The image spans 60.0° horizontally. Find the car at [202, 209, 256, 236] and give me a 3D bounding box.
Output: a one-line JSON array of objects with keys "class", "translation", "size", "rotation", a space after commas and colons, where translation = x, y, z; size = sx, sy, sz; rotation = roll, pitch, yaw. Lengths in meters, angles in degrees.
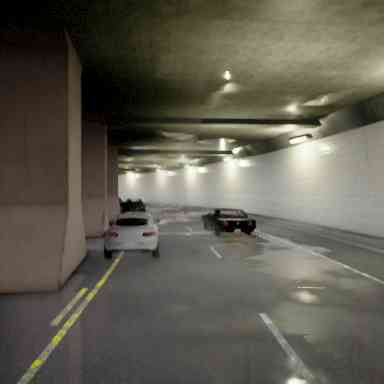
[{"class": "car", "translation": [1.816, 1.549, 18.096], "size": [1.895, 1.301, 4.718], "rotation": [0, 0, -9]}]

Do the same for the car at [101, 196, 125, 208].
[{"class": "car", "translation": [-10.866, 1.375, 45.504], "size": [1.837, 1.490, 4.892], "rotation": [0, 0, -29]}]

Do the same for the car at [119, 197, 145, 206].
[{"class": "car", "translation": [-6.113, 1.392, 34.628], "size": [2.128, 1.511, 4.902], "rotation": [0, 0, -20]}]

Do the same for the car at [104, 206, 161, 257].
[{"class": "car", "translation": [-2.188, 1.490, 12.713], "size": [1.812, 1.442, 4.674], "rotation": [0, 0, -6]}]
